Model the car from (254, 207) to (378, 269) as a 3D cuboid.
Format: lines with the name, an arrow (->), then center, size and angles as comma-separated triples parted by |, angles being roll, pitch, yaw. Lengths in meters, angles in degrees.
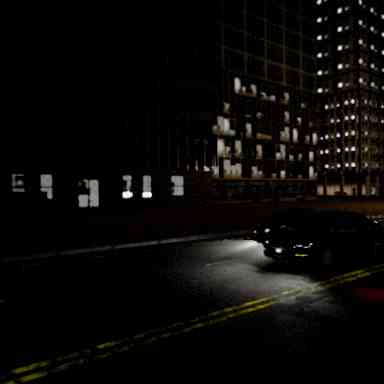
car -> 4.420, 1.377, 10.831 | 4.892, 1.490, 1.837 | -1, 1, -35

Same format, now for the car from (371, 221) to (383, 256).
car -> 6.977, 1.411, 8.417 | 5.357, 1.411, 2.033 | -1, 1, -35
